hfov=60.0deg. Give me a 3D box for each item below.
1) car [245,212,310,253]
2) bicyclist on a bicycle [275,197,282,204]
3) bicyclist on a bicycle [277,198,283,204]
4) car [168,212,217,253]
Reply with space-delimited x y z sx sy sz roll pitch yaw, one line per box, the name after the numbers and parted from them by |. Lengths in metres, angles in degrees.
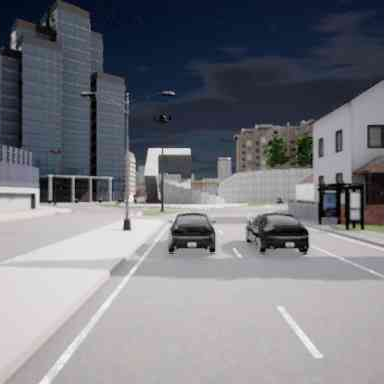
3.506 1.639 14.282 1.837 1.490 4.892 0 0 0 | car
21.625 2.145 82.956 1.656 1.620 0.582 -10 5 -30 | bicyclist on a bicycle
21.960 2.177 82.430 1.656 1.620 0.582 -6 11 -28 | bicyclist on a bicycle
0.006 1.639 14.303 1.837 1.490 4.892 0 0 0 | car
